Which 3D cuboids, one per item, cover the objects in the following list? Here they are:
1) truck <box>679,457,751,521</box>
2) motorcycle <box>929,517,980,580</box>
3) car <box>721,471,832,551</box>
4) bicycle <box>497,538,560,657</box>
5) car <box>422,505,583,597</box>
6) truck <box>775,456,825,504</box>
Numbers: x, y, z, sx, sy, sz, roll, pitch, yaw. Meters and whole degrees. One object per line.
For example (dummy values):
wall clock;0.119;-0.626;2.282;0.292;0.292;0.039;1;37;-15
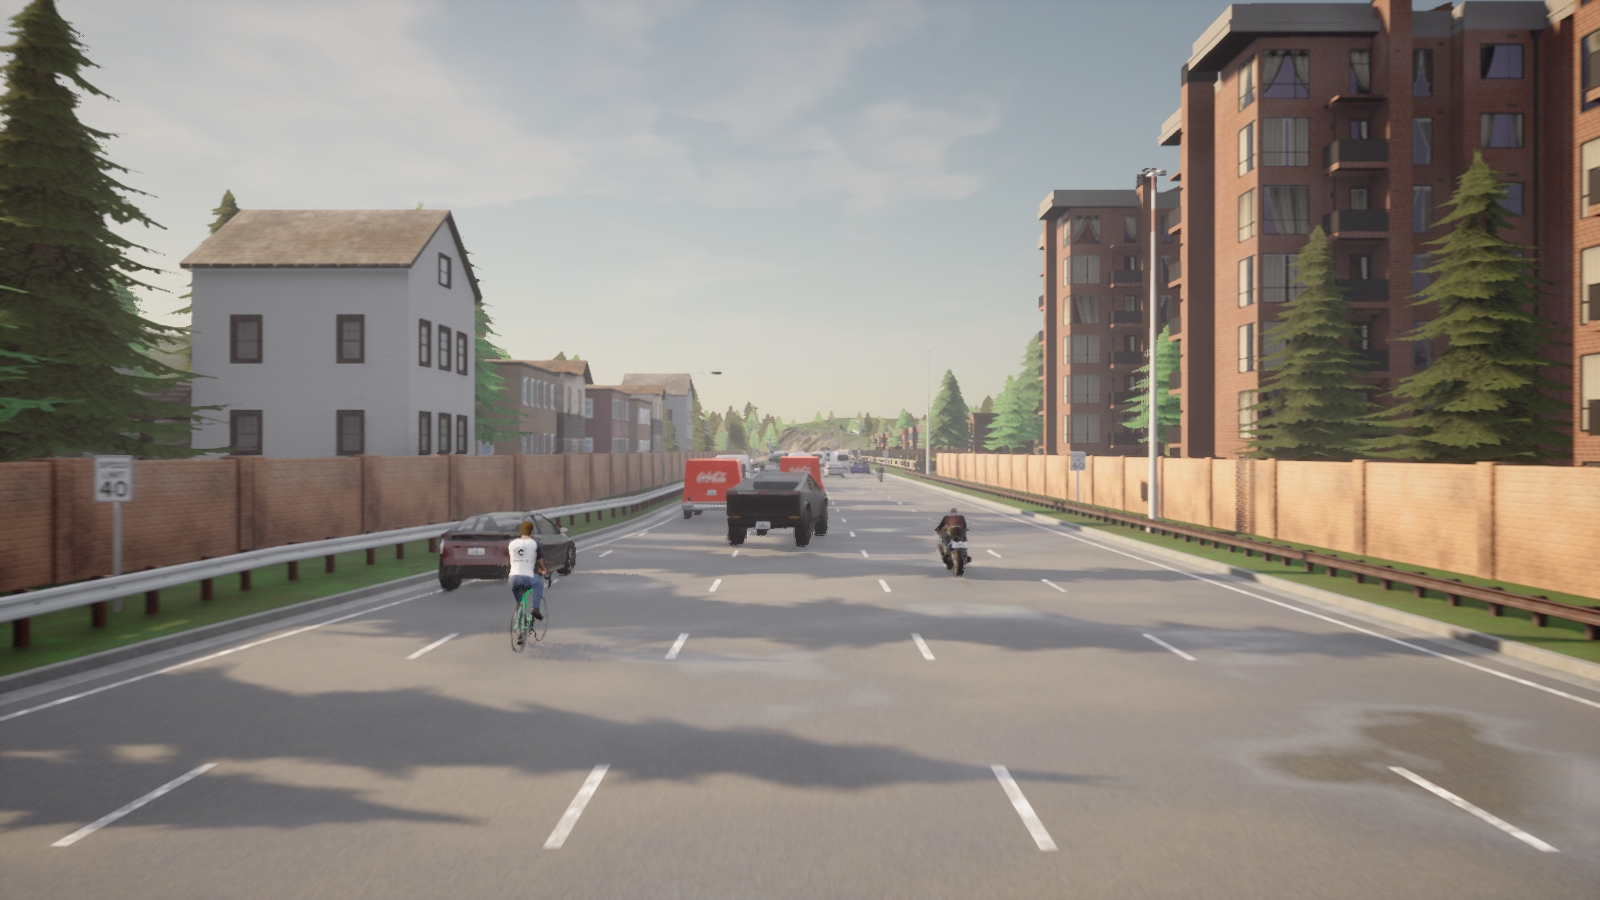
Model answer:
truck;-3.501;1.572;47.965;2.627;2.467;5.204;0;0;0
motorcycle;3.494;2.205;25.993;0.867;1.251;2.209;0;0;0
car;-0.589;1.753;35.057;2.390;2.098;6.274;0;0;8
bicycle;-3.832;2.056;16.230;0.373;1.496;1.643;-1;-1;4
car;-6.108;2.040;24.066;2.007;1.525;4.514;0;0;3
truck;-0.002;1.571;62.432;2.627;2.467;5.204;0;0;0
